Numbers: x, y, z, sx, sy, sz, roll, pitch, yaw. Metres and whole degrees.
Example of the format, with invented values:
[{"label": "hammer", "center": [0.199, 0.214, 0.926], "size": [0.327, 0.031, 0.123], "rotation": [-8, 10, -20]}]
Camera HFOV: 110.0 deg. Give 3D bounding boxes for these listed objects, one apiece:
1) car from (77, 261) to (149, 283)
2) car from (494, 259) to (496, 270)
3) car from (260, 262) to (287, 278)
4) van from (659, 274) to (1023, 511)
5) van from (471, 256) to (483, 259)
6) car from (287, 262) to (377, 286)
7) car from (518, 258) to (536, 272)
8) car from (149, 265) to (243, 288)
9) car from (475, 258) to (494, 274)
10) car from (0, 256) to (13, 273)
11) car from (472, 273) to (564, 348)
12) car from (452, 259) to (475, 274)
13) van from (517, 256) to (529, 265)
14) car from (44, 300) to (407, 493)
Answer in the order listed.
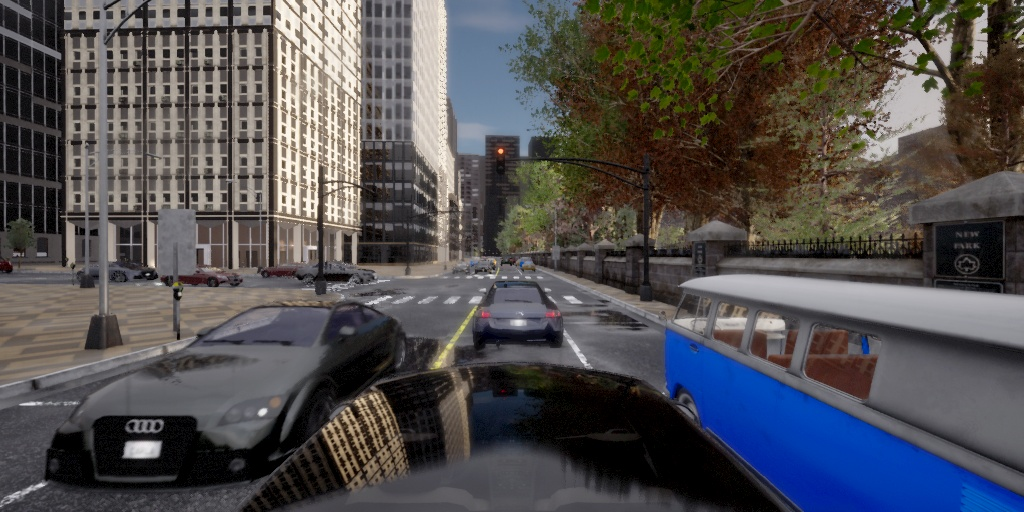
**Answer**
[{"label": "car", "center": [-26.280, 1.033, 24.032], "size": [4.181, 1.385, 1.994], "rotation": [1, 0, 3]}, {"label": "car", "center": [-3.415, 1.296, 50.858], "size": [1.994, 1.385, 4.181], "rotation": [0, 0, -2]}, {"label": "car", "center": [-18.094, 1.127, 29.097], "size": [4.207, 1.307, 1.802], "rotation": [0, 0, 4]}, {"label": "van", "center": [2.567, 1.091, 2.638], "size": [1.690, 1.789, 3.998], "rotation": [0, 0, 0]}, {"label": "van", "center": [-6.330, 1.064, 62.478], "size": [1.690, 1.789, 3.998], "rotation": [0, 0, -2]}, {"label": "car", "center": [-11.439, 1.127, 23.486], "size": [4.902, 1.511, 2.128], "rotation": [1, 0, -3]}, {"label": "car", "center": [2.116, 1.260, 46.357], "size": [1.751, 1.417, 4.829], "rotation": [0, 0, -1]}, {"label": "car", "center": [-18.158, 1.150, 20.984], "size": [4.207, 1.307, 1.802], "rotation": [0, 0, 4]}, {"label": "car", "center": [-3.229, 1.243, 40.878], "size": [1.837, 1.490, 4.892], "rotation": [0, 0, -3]}, {"label": "car", "center": [-45.544, 0.677, 30.518], "size": [4.097, 1.591, 1.967], "rotation": [0, 0, 1]}, {"label": "car", "center": [0.098, 1.313, 9.218], "size": [1.994, 1.385, 4.181], "rotation": [0, 0, -1]}, {"label": "car", "center": [-5.644, 1.289, 40.303], "size": [2.007, 1.370, 4.403], "rotation": [0, 0, -1]}, {"label": "van", "center": [1.992, 1.072, 51.730], "size": [1.690, 1.789, 3.998], "rotation": [0, 0, -1]}, {"label": "car", "center": [-2.858, 1.314, 4.766], "size": [1.994, 1.385, 4.181], "rotation": [0, 0, 0]}]
